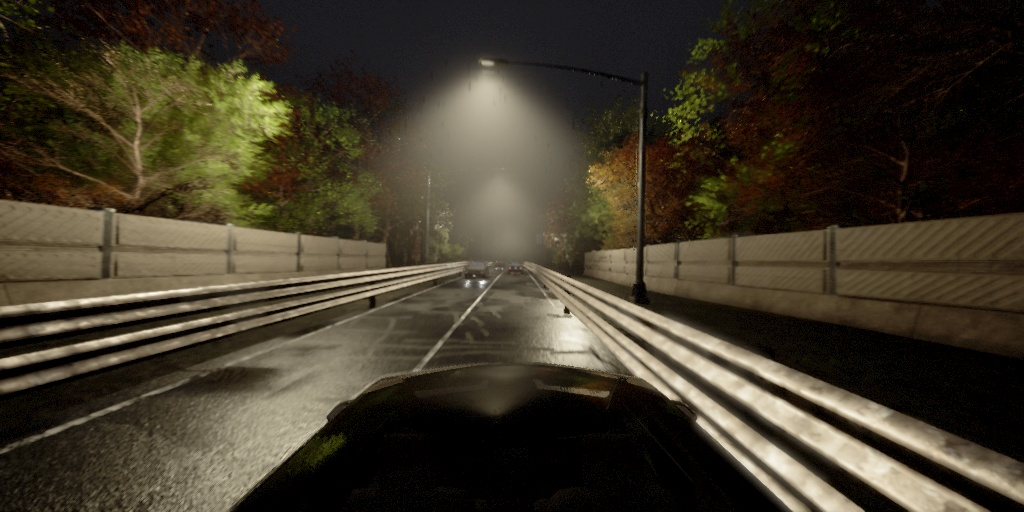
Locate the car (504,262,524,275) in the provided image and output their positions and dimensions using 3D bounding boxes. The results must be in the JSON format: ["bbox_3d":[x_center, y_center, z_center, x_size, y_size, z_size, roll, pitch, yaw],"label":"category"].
[{"bbox_3d":[0.424,1.397,42.181,2.033,1.411,5.357,1,0,1],"label":"car"}]

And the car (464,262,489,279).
[{"bbox_3d":[-3.032,1.255,31.867,2.033,1.411,5.357,1,0,1],"label":"car"}]
